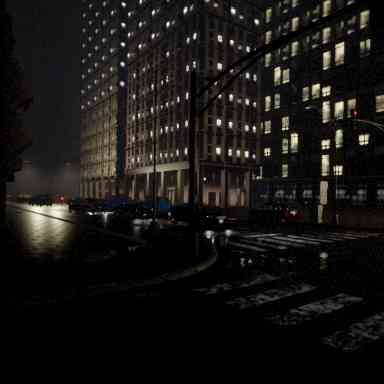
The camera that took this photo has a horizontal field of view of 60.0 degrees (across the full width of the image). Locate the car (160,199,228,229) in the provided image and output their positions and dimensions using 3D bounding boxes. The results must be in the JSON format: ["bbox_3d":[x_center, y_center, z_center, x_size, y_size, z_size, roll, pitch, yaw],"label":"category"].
[{"bbox_3d":[0.295,1.445,21.543,2.128,1.511,4.902,1,-1,-35],"label":"car"}]

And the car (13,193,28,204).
[{"bbox_3d":[-30.564,1.158,60.499,2.192,1.841,5.009,1,-1,-35],"label":"car"}]

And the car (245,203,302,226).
[{"bbox_3d":[5.714,1.511,23.914,1.967,1.590,4.097,2,-1,-35],"label":"car"}]

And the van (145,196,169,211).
[{"bbox_3d":[-4.101,1.388,37.727,1.690,1.788,3.998,1,-1,-35],"label":"van"}]

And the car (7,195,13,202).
[{"bbox_3d":[-37.112,1.399,69.706,1.947,1.339,4.313,1,-1,-35],"label":"car"}]

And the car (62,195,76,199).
[{"bbox_3d":[-18.948,1.461,54.142,2.128,1.511,4.902,1,-1,-35],"label":"car"}]

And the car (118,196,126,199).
[{"bbox_3d":[-7.377,1.590,42.329,2.008,1.369,4.403,1,-1,-35],"label":"car"}]

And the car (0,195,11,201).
[{"bbox_3d":[-46.832,1.368,83.382,1.752,1.417,4.829,1,-1,-35],"label":"car"}]

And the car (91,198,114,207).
[{"bbox_3d":[-13.922,1.592,51.538,1.947,1.339,4.313,1,-1,-35],"label":"car"}]

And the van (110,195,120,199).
[{"bbox_3d":[-10.645,1.374,46.936,1.690,1.788,3.998,1,-1,-35],"label":"van"}]

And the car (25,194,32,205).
[{"bbox_3d":[-24.024,1.435,51.288,1.802,1.307,4.206,1,-1,-35],"label":"car"}]

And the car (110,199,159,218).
[{"bbox_3d":[-5.127,1.540,29.169,1.895,1.301,4.718,1,-1,-35],"label":"car"}]

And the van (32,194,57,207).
[{"bbox_3d":[-20.747,1.200,46.686,1.690,1.788,3.998,1,-1,-35],"label":"van"}]

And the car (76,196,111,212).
[{"bbox_3d":[-11.366,1.431,37.967,1.837,1.490,4.892,1,-1,-35],"label":"car"}]

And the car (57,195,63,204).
[{"bbox_3d":[-24.935,1.312,62.569,2.097,1.767,4.553,1,-1,-35],"label":"car"}]

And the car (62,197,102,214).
[{"bbox_3d":[-10.935,1.430,32.872,2.008,1.369,4.403,2,-1,-35],"label":"car"}]

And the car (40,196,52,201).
[{"bbox_3d":[-36.828,1.576,83.767,1.802,1.307,4.206,1,-1,-35],"label":"car"}]

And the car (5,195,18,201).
[{"bbox_3d":[-40.384,1.380,74.310,2.008,1.369,4.403,1,-1,-35],"label":"car"}]
